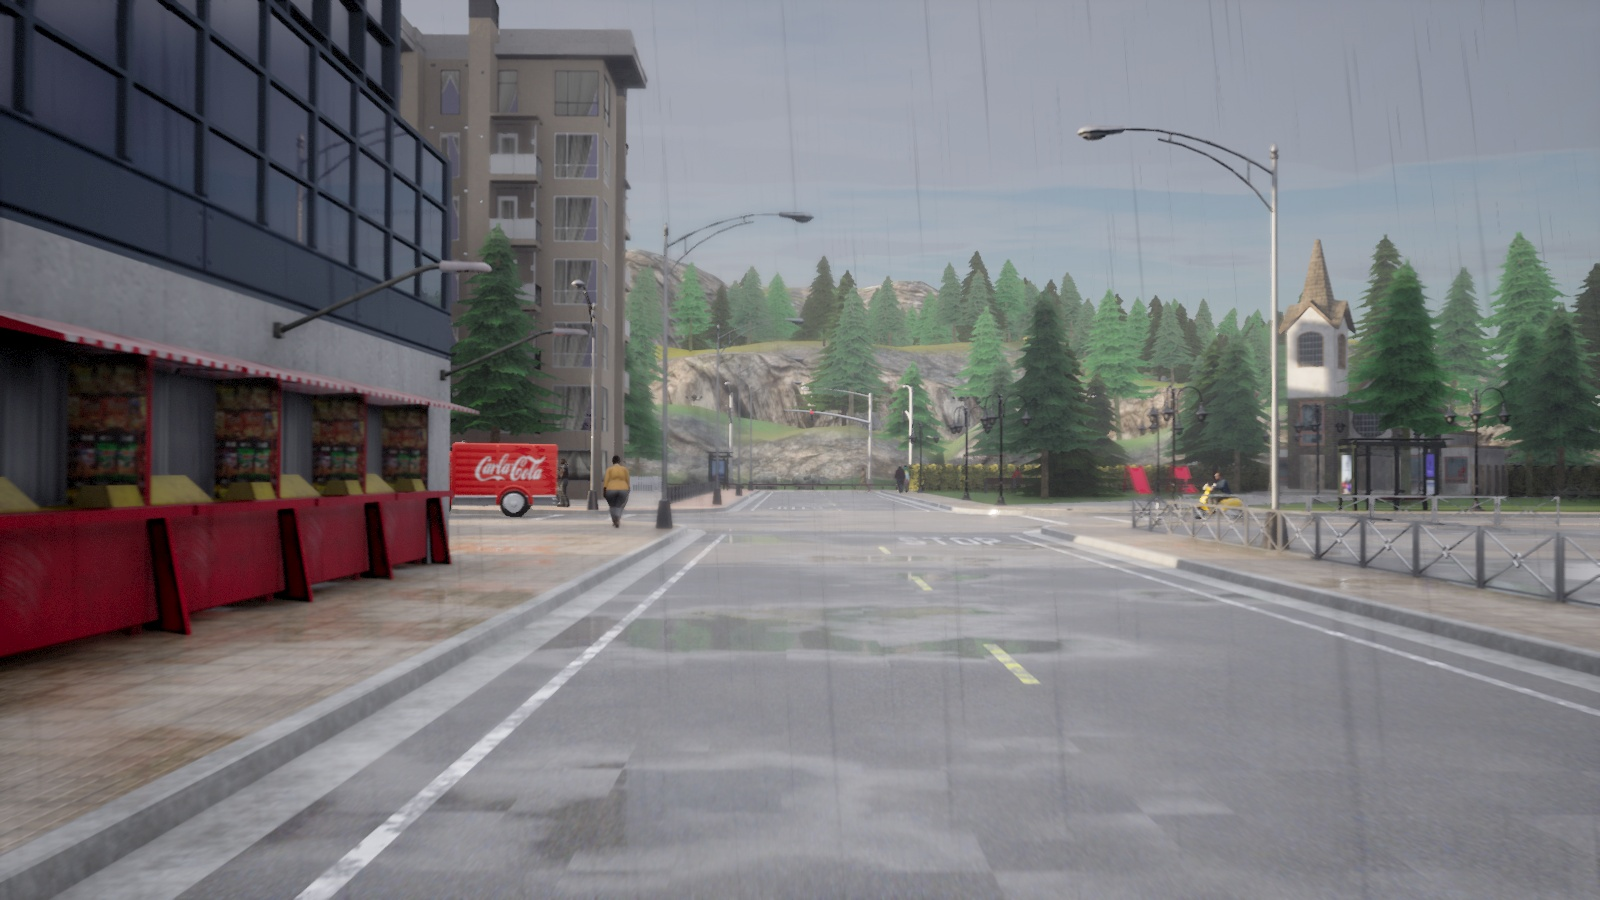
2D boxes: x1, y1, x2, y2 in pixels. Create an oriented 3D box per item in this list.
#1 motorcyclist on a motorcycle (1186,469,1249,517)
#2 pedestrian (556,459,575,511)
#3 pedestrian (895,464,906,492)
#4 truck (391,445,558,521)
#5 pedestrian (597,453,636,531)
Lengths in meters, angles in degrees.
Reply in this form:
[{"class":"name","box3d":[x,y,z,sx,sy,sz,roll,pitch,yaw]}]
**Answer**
[{"class":"motorcyclist on a motorcycle","box3d":[14.076,1.437,42.370,1.817,1.590,0.866,-1,-1,-1]},{"class":"pedestrian","box3d":[-8.750,1.303,46.873,0.666,1.930,0.402,0,-1,-2]},{"class":"pedestrian","box3d":[6.486,1.807,81.083,0.634,1.844,0.899,0,-1,-1]},{"class":"truck","box3d":[-10.828,1.095,42.263,5.204,2.467,2.627,0,-1,-9]},{"class":"pedestrian","box3d":[-4.476,1.005,30.573,0.874,1.855,0.900,0,-1,-12]}]
